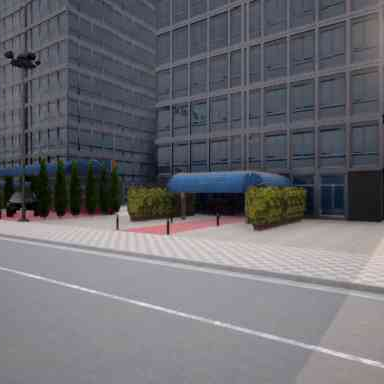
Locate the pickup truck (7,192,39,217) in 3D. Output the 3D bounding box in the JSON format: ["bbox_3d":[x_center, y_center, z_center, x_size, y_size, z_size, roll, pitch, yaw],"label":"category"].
[{"bbox_3d":[-15.154,1.054,30.061,2.390,2.098,6.274,0,0,-25],"label":"pickup truck"}]
